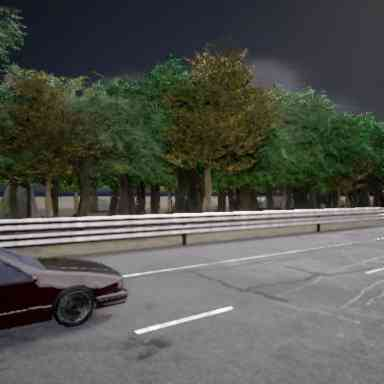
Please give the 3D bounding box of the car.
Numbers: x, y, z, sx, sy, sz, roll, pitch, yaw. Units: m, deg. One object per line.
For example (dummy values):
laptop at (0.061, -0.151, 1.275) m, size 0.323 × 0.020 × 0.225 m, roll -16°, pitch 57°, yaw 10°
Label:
car at (-3.809, 1.546, 5.332) m, size 5.357 × 1.411 × 2.033 m, roll 1°, pitch 0°, yaw -35°
